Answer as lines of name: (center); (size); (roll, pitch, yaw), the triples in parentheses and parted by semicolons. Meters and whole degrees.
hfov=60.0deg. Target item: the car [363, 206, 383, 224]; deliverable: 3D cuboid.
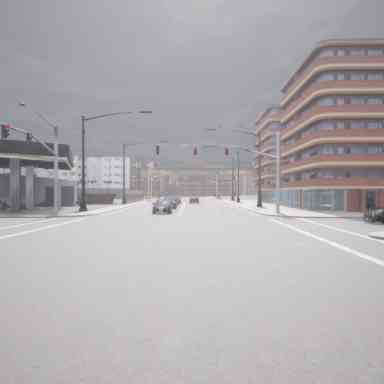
car: (14.724, 1.352, 23.642); (4.553, 1.767, 2.097); (0, 0, 1)

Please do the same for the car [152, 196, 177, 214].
car: (-3.074, 1.491, 35.193); (2.128, 1.511, 4.902); (0, 0, 0)

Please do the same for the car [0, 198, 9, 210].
car: (-23.941, 1.456, 39.386); (3.806, 1.475, 1.970); (0, 0, 1)

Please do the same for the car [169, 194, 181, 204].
car: (-3.204, 1.352, 65.083); (2.097, 1.767, 4.553); (0, 0, 0)

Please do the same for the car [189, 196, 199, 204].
car: (0.435, 1.525, 65.786); (1.812, 1.442, 4.674); (0, 0, 0)

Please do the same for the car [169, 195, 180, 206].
car: (-3.131, 1.352, 44.911); (2.097, 1.767, 4.553); (0, 0, 0)
